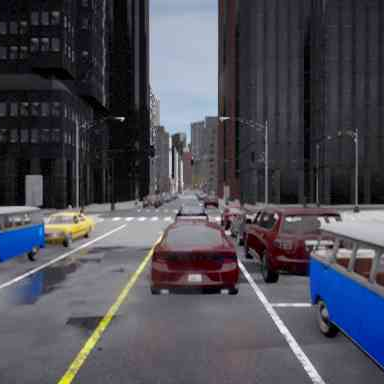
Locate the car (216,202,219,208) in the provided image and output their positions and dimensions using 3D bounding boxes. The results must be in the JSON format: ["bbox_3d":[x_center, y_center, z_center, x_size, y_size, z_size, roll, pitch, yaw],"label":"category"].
[{"bbox_3d":[2.742,1.546,20.641,1.887,1.381,4.507,0,0,0],"label":"car"}]

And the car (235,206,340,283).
[{"bbox_3d":[2.753,1.314,9.590,2.192,1.841,5.009,0,0,0],"label":"car"}]

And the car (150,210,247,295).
[{"bbox_3d":[0.060,1.477,8.778,1.882,1.535,5.008,0,0,0],"label":"car"}]

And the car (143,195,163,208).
[{"bbox_3d":[-5.808,1.332,47.684,2.192,1.841,5.009,0,0,0],"label":"car"}]

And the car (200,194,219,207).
[{"bbox_3d":[2.717,1.333,47.681,2.192,1.841,5.009,0,0,0],"label":"car"}]

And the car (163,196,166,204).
[{"bbox_3d":[-5.814,1.338,53.327,2.192,1.841,5.009,0,0,0],"label":"car"}]

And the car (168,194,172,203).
[{"bbox_3d":[-5.828,1.614,70.257,1.947,1.339,4.313,0,0,0],"label":"car"}]

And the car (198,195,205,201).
[{"bbox_3d":[2.678,1.668,92.833,1.947,1.339,4.313,0,0,0],"label":"car"}]

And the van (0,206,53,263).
[{"bbox_3d":[-5.776,1.340,9.595,1.690,1.788,3.998,0,0,0],"label":"van"}]

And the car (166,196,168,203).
[{"bbox_3d":[-5.817,1.596,58.969,1.947,1.339,4.313,0,0,0],"label":"car"}]

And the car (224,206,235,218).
[{"bbox_3d":[2.748,1.551,15.115,2.008,1.369,4.403,0,0,0],"label":"car"}]

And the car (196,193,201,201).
[{"bbox_3d":[2.682,1.633,87.188,1.887,1.381,4.507,0,0,0],"label":"car"}]

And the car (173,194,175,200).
[{"bbox_3d":[-5.838,1.619,81.543,1.887,1.381,4.507,0,0,0],"label":"car"}]

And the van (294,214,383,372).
[{"bbox_3d":[2.759,1.341,4.064,1.690,1.788,3.998,0,0,0],"label":"van"}]

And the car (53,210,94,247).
[{"bbox_3d":[-5.779,1.525,14.949,1.752,1.417,4.829,0,0,0],"label":"car"}]

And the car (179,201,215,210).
[{"bbox_3d":[-0.014,1.492,19.187,2.128,1.511,4.902,0,0,0],"label":"car"}]

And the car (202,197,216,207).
[{"bbox_3d":[2.713,1.589,53.325,1.947,1.339,4.313,0,0,0],"label":"car"}]
